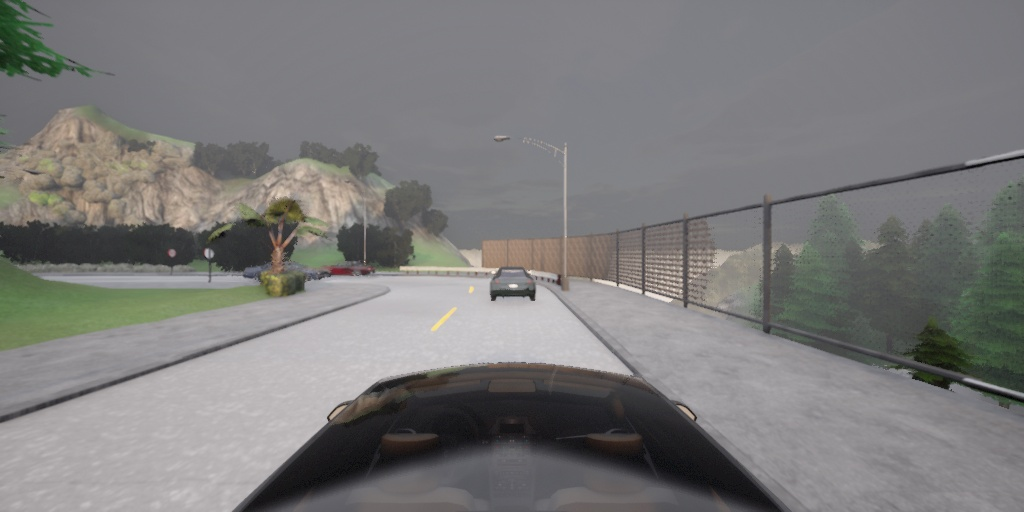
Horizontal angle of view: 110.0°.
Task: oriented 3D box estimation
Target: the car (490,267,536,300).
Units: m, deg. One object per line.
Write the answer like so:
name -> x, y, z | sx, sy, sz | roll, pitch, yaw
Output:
car -> -0.013, 1.175, 16.633 | 1.994, 1.385, 4.181 | 0, 1, -2

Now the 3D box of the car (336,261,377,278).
car -> -13.777, 1.092, 29.484 | 4.718, 1.301, 1.895 | 0, 1, -1

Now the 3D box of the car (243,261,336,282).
car -> -15.674, 1.080, 25.092 | 5.357, 1.411, 2.033 | 0, 1, 1
